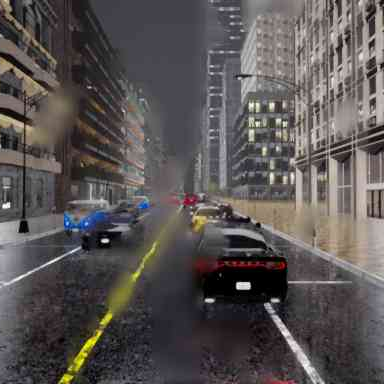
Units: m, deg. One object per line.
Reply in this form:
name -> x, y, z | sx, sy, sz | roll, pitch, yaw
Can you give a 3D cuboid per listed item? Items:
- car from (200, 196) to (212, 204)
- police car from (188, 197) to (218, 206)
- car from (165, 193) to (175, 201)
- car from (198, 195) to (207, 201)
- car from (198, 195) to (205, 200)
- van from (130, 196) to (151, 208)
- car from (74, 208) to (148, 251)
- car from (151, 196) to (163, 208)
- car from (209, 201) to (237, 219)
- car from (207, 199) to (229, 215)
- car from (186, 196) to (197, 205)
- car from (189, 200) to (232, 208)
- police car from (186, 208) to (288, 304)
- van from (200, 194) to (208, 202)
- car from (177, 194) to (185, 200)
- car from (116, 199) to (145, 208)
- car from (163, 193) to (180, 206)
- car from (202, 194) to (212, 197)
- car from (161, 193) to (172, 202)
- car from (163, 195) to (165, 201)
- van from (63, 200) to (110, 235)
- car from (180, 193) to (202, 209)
car -> 2.646, 1.513, 63.822 | 2.008, 1.369, 4.403 | 1, 0, 0
police car -> 0.877, 1.423, 24.366 | 1.930, 1.638, 5.238 | 0, 0, 0
car -> -5.749, 1.242, 86.728 | 2.192, 1.841, 5.009 | 1, 0, 0
car -> 2.607, 1.503, 80.916 | 1.947, 1.339, 4.313 | 1, 0, 0
car -> 2.587, 1.499, 92.311 | 1.802, 1.307, 4.206 | 1, 0, 0
van -> -5.704, 1.334, 35.441 | 1.690, 1.788, 3.998 | 1, 0, 0
car -> -3.114, 1.564, 13.939 | 1.994, 1.385, 4.181 | 0, 0, 0
car -> -5.719, 1.534, 46.838 | 2.008, 1.369, 4.403 | 1, 0, 0
car -> 2.677, 1.547, 29.634 | 2.008, 1.369, 4.403 | 1, 0, 0
car -> 2.672, 1.544, 35.331 | 2.008, 1.369, 4.403 | 1, 0, 0
car -> -0.054, 1.474, 58.704 | 1.837, 1.490, 4.892 | 0, 0, 0
car -> 0.882, 1.455, 18.445 | 1.801, 1.575, 5.366 | 0, 0, 0
police car -> 0.891, 1.426, 8.363 | 1.930, 1.638, 5.238 | 0, 0, 0
van -> 2.650, 1.287, 75.218 | 1.690, 1.788, 3.998 | 1, 0, 0
car -> -3.086, 1.391, 94.143 | 1.882, 1.535, 5.008 | 0, 0, 0
car -> -5.704, 1.562, 29.744 | 1.947, 1.339, 4.313 | 1, 0, 0
car -> -3.143, 1.194, 55.449 | 2.150, 2.045, 5.566 | 0, 0, 0
car -> 2.656, 1.285, 58.125 | 2.192, 1.841, 5.009 | 1, 0, 0
car -> -5.739, 1.261, 75.332 | 2.192, 1.841, 5.009 | 1, 0, 0
car -> -5.724, 1.559, 52.535 | 1.802, 1.307, 4.206 | 1, 0, 0
van -> -5.689, 1.341, 18.343 | 1.690, 1.788, 3.998 | 1, 0, 0
car -> -0.033, 1.206, 45.675 | 2.150, 2.045, 5.566 | 0, 0, 1
